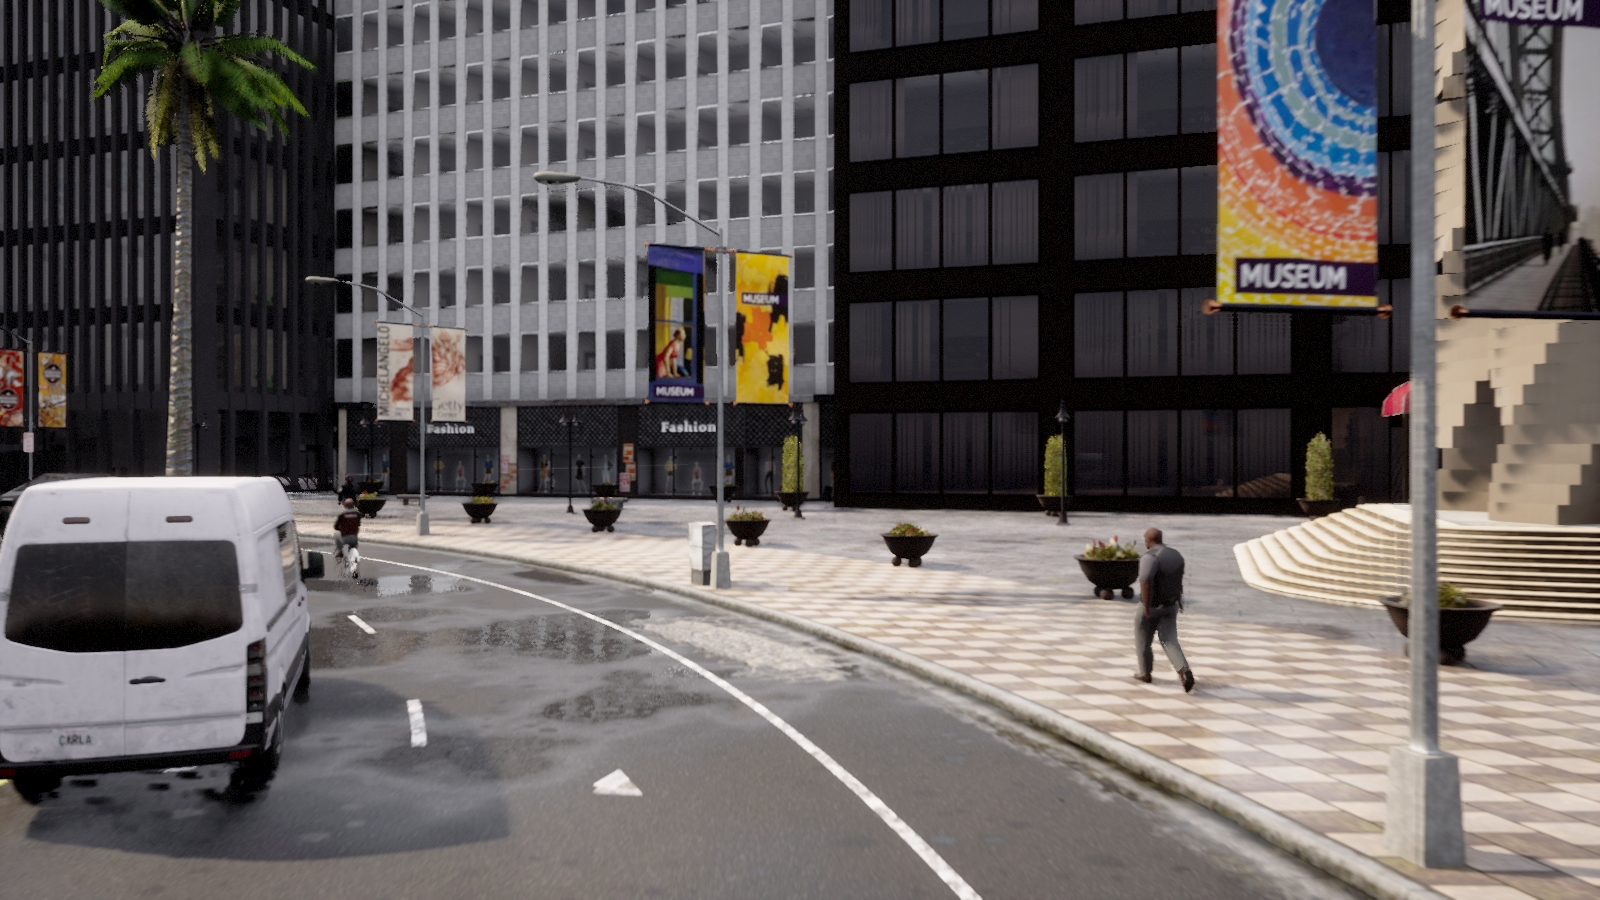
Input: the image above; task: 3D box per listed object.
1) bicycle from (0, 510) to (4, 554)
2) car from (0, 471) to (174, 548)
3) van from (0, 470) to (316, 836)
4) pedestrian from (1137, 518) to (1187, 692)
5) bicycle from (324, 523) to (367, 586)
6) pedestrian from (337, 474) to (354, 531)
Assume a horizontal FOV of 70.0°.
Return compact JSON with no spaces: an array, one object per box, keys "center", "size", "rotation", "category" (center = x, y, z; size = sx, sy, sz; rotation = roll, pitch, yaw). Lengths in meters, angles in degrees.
[{"center":[-22.395,2.214,31.241],"size":[1.835,1.171,0.329],"rotation":[0,1,33],"category":"bicycle"},{"center":[-22.249,1.758,35.324],"size":[6.274,2.098,2.390],"rotation":[0,0,33],"category":"car"},{"center":[-6.095,1.536,11.379],"size":[1.988,2.561,5.915],"rotation":[0,0,-20],"category":"van"},{"center":[4.015,1.696,12.670],"size":[0.375,1.860,0.375],"rotation":[0,0,-24],"category":"pedestrian"},{"center":[-9.714,2.212,24.407],"size":[0.329,1.171,1.835],"rotation":[-1,1,-38],"category":"bicycle"},{"center":[-14.784,1.701,37.166],"size":[0.375,1.860,0.375],"rotation":[0,0,26],"category":"pedestrian"}]
